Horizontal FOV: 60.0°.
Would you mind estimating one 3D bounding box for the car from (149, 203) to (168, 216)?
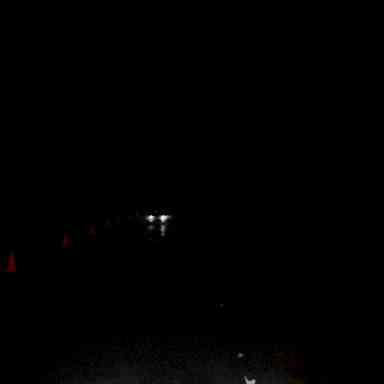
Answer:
[{"bbox_3d":[-4.146,2.167,42.034,1.837,1.490,4.892,0,-1,3],"label":"car"}]

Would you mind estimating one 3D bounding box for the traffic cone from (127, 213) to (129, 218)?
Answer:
[{"bbox_3d":[-6.672,2.462,34.836,0.340,0.580,0.340,0,-1,0],"label":"traffic cone"}]

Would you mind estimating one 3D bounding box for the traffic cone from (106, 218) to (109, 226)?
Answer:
[{"bbox_3d":[-6.275,2.241,24.657,0.340,0.580,0.340,0,-1,-4],"label":"traffic cone"}]

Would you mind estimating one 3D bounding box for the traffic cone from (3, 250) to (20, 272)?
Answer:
[{"bbox_3d":[-5.258,2.003,9.705,0.340,0.580,0.340,0,0,-3],"label":"traffic cone"}]

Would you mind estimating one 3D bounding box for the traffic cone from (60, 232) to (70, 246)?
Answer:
[{"bbox_3d":[-5.589,2.062,14.671,0.340,0.580,0.340,0,-1,-4],"label":"traffic cone"}]

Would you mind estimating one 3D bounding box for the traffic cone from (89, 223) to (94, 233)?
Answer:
[{"bbox_3d":[-5.932,2.141,19.664,0.340,0.580,0.340,0,-1,-4],"label":"traffic cone"}]

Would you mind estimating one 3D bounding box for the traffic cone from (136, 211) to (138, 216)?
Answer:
[{"bbox_3d":[-6.575,2.572,39.944,0.340,0.580,0.340,0,-1,2],"label":"traffic cone"}]

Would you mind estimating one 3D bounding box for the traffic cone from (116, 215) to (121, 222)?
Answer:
[{"bbox_3d":[-6.569,2.352,29.729,0.340,0.580,0.340,0,-1,-2],"label":"traffic cone"}]
